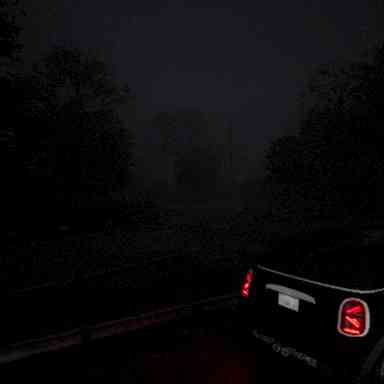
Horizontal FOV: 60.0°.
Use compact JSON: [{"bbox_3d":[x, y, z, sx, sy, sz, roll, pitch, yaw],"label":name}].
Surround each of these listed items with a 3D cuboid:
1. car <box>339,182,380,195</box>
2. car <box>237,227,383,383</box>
[{"bbox_3d":[25.500,-0.489,50.874,5.566,2.045,2.150,-2,1,12],"label":"car"},{"bbox_3d":[2.937,1.334,5.209,4.553,1.767,2.097,-1,0,-34],"label":"car"}]
